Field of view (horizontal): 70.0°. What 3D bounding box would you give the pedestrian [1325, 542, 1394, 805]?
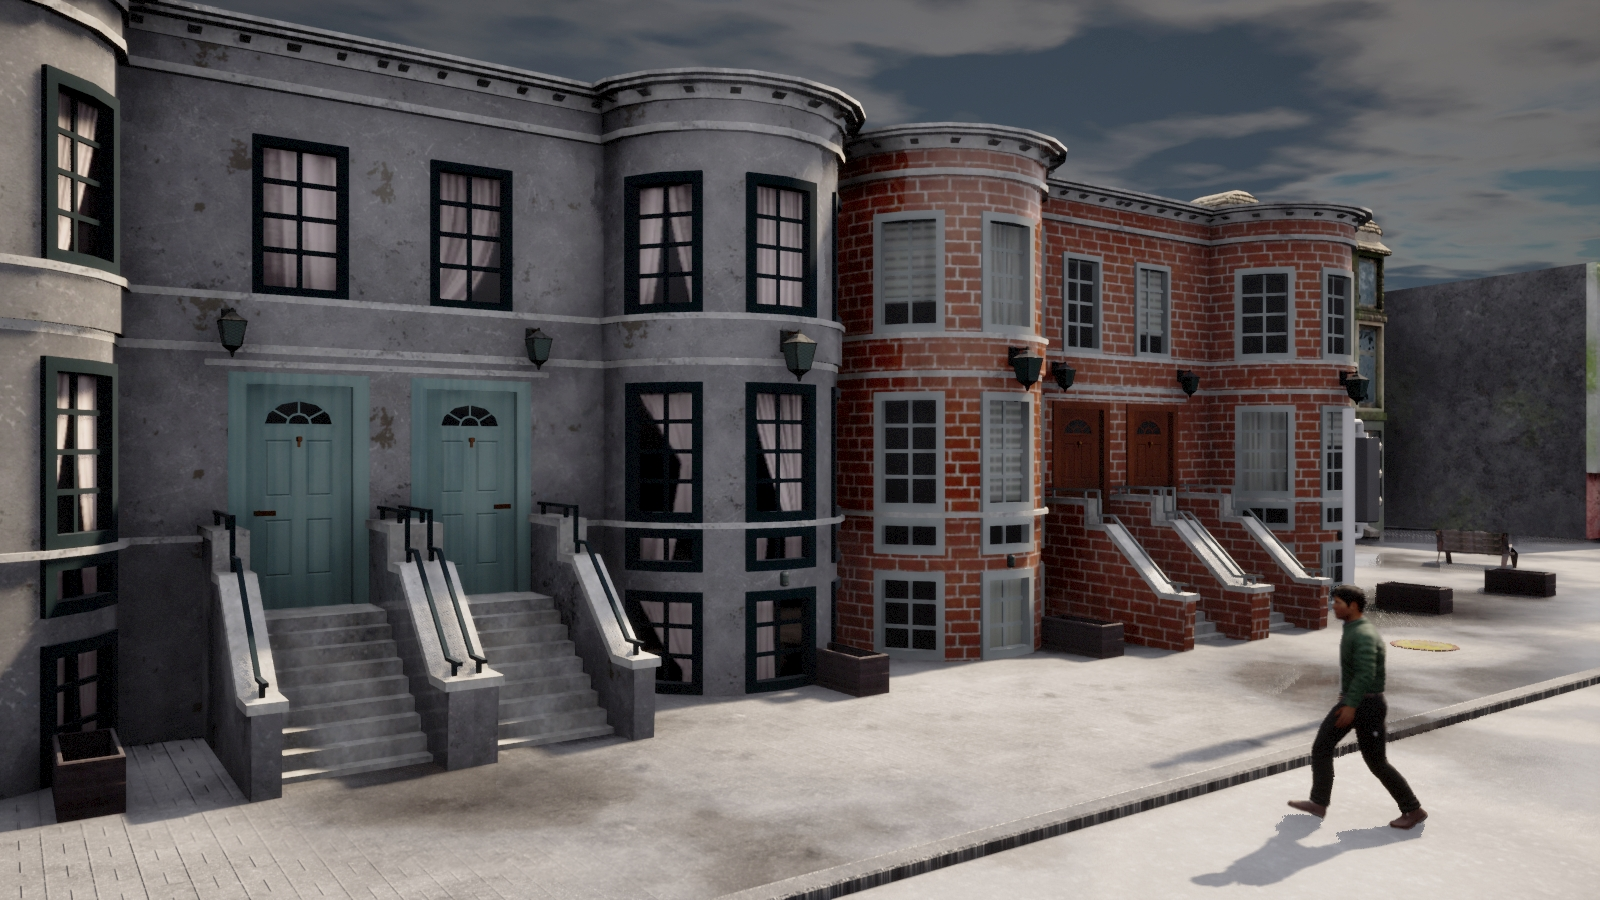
[{"bbox_3d":[4.139,1.629,8.462,0.375,1.860,0.375,0,0,12],"label":"pedestrian"}]
